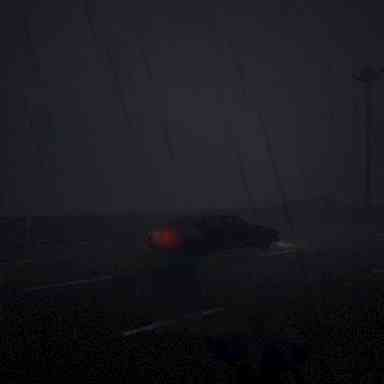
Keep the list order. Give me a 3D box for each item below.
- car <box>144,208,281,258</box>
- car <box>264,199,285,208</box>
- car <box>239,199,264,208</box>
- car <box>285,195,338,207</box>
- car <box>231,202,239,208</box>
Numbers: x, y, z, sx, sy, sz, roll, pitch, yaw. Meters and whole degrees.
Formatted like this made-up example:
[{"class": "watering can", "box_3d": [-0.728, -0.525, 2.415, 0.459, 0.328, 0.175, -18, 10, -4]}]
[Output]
[{"class": "car", "box_3d": [0.910, 1.533, 12.665, 5.357, 1.411, 2.033, 0, 0, -32]}, {"class": "car", "box_3d": [9.833, 1.423, 33.751, 4.181, 1.385, 1.994, 0, 0, -25]}, {"class": "car", "box_3d": [8.329, 1.529, 36.911, 5.357, 1.411, 2.033, 0, 0, -25]}, {"class": "car", "box_3d": [11.337, 1.068, 30.590, 4.892, 1.490, 1.837, 0, 0, -25]}, {"class": "car", "box_3d": [6.824, 1.514, 40.071, 4.181, 1.385, 1.994, 0, 0, -25]}]
